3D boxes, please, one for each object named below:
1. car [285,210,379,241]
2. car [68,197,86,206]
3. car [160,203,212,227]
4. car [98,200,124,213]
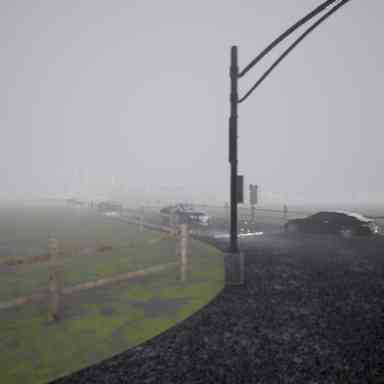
[{"bbox_3d":[7.232,1.673,17.647,4.674,1.442,1.812,0,1,44],"label":"car"},{"bbox_3d":[-18.212,1.556,52.496,2.033,1.411,5.357,1,0,-31],"label":"car"},{"bbox_3d":[-0.477,1.548,22.998,2.128,1.511,4.902,1,0,-31],"label":"car"},{"bbox_3d":[-9.120,1.568,37.291,1.994,1.385,4.181,1,0,-31],"label":"car"}]
